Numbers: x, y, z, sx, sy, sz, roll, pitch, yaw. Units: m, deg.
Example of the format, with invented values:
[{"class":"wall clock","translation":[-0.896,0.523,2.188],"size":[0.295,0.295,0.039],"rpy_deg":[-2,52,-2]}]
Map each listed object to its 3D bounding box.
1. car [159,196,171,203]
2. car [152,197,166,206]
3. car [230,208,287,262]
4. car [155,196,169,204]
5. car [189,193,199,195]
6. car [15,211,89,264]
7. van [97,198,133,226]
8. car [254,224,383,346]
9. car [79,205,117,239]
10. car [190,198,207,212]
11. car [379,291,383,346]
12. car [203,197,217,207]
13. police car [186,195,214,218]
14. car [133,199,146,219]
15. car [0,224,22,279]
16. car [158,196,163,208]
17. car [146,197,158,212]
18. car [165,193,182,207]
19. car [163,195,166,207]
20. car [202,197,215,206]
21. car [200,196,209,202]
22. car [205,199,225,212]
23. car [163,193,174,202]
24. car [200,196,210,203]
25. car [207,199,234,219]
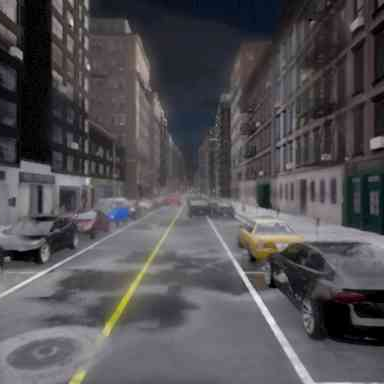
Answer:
[{"class":"car","translation":[-5.405,1.485,65.903],"size":[2.008,1.369,4.403],"rpy_deg":[0,0,0]},{"class":"car","translation":[-5.402,1.532,55.077],"size":[1.802,1.307,4.206],"rpy_deg":[0,0,0]},{"class":"car","translation":[2.635,1.516,11.939],"size":[1.752,1.417,4.829],"rpy_deg":[0,0,0]},{"class":"car","translation":[-5.404,1.493,60.490],"size":[2.008,1.369,4.403],"rpy_deg":[0,0,0]},{"class":"car","translation":[-0.018,1.439,65.409],"size":[1.837,1.490,4.892],"rpy_deg":[0,0,0]},{"class":"car","translation":[-5.391,1.557,11.776],"size":[1.947,1.339,4.313],"rpy_deg":[0,0,0]},{"class":"van","translation":[-5.394,1.323,22.601],"size":[1.690,1.788,3.998],"rpy_deg":[0,0,0]},{"class":"car","translation":[2.636,1.561,6.356],"size":[1.947,1.339,4.313],"rpy_deg":[0,0,0]},{"class":"car","translation":[-5.392,1.569,17.189],"size":[1.802,1.307,4.206],"rpy_deg":[0,0,0]},{"class":"car","translation":[0.705,1.471,39.536],"size":[1.837,1.490,4.892],"rpy_deg":[0,0,0]},{"class":"car","translation":[2.638,1.581,0.944],"size":[1.802,1.307,4.206],"rpy_deg":[0,0,0]},{"class":"car","translation":[2.624,1.521,49.657],"size":[1.947,1.339,4.313],"rpy_deg":[0,0,0]},{"class":"police car","translation":[0.515,1.400,29.568],"size":[1.930,1.638,5.238],"rpy_deg":[0,0,-5]},{"class":"car","translation":[-5.395,1.417,28.014],"size":[1.967,1.590,4.097],"rpy_deg":[0,0,0]},{"class":"car","translation":[-5.389,1.561,6.363],"size":[1.947,1.339,4.313],"rpy_deg":[0,0,0]},{"class":"car","translation":[-5.400,1.527,44.252],"size":[1.947,1.339,4.313],"rpy_deg":[0,0,0]},{"class":"car","translation":[-5.398,1.492,38.669],"size":[1.752,1.417,4.829],"rpy_deg":[0,0,0]},{"class":"car","translation":[-2.843,1.176,50.791],"size":[2.150,2.045,5.566],"rpy_deg":[0,0,0]},{"class":"car","translation":[-5.401,1.481,49.494],"size":[1.752,1.417,4.829],"rpy_deg":[0,0,0]},{"class":"car","translation":[2.623,1.516,55.070],"size":[1.947,1.339,4.313],"rpy_deg":[0,0,0]},{"class":"car","translation":[2.618,1.507,71.309],"size":[1.802,1.307,4.206],"rpy_deg":[0,0,0]},{"class":"car","translation":[2.627,1.517,38.832],"size":[2.008,1.369,4.403],"rpy_deg":[0,0,0]},{"class":"car","translation":[-5.408,1.232,76.728],"size":[2.192,1.841,5.009],"rpy_deg":[0,0,0]},{"class":"car","translation":[2.620,1.459,66.066],"size":[1.752,1.417,4.829],"rpy_deg":[0,0,0]},{"class":"car","translation":[2.630,1.527,28.007],"size":[2.008,1.369,4.403],"rpy_deg":[0,0,0]}]
